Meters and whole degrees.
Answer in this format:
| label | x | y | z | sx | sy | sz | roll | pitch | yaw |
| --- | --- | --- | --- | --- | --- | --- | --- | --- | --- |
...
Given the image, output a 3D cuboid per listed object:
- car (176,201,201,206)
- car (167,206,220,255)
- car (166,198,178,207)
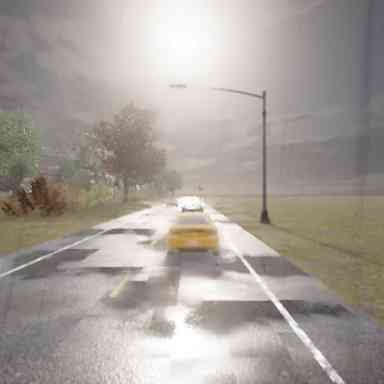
| label | x | y | z | sx | sy | sz | roll | pitch | yaw |
| --- | --- | --- | --- | --- | --- | --- | --- | --- | --- |
| car | 0.050 | 1.656 | 27.496 | 2.128 | 1.511 | 4.902 | 0 | 0 | 0 |
| car | 0.060 | 1.559 | 13.664 | 1.882 | 1.535 | 5.008 | 0 | 0 | 0 |
| car | -3.526 | 1.835 | 58.899 | 1.882 | 1.535 | 5.008 | 0 | 0 | 1 |
